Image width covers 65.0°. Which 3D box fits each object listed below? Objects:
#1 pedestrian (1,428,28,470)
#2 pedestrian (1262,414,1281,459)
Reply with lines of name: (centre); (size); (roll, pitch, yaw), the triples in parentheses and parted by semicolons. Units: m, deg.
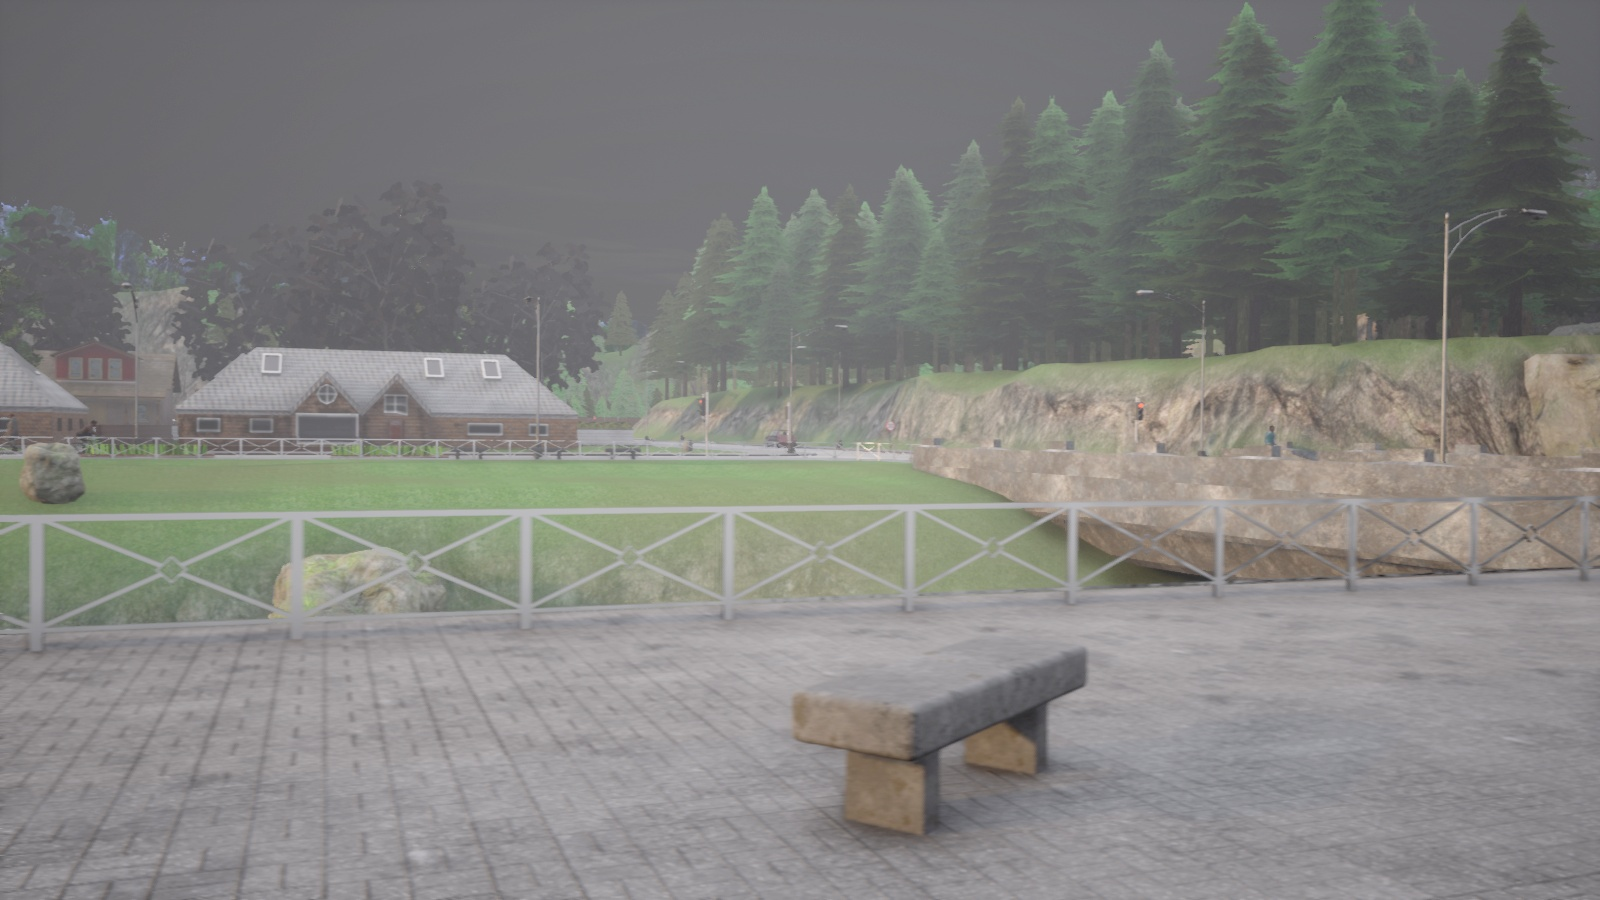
pedestrian: (-37.315, -0.059, 59.631); (0.873, 1.952, 0.659); (-1, 1, -11)
pedestrian: (20.310, -0.591, 54.049); (0.396, 1.930, 0.692); (-1, 1, -21)
